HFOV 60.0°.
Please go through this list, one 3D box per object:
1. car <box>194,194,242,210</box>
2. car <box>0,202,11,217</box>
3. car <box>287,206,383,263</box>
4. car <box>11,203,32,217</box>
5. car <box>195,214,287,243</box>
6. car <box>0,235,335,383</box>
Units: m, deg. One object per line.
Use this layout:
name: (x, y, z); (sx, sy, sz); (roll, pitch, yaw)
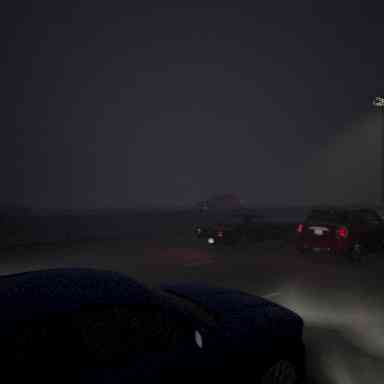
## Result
car: (2.900, 1.197, 35.976); (5.566, 2.045, 2.150); (0, 0, -35)
car: (-12.201, 1.468, 16.784); (5.008, 1.535, 1.882); (0, 0, -35)
car: (5.916, 1.348, 12.233); (4.553, 1.767, 2.097); (0, 0, -35)
car: (-15.451, 1.549, 27.355); (4.181, 1.385, 1.994); (0, 0, -35)
car: (2.540, 1.596, 14.131); (4.718, 1.301, 1.895); (0, 0, -35)
car: (-1.016, 1.476, 2.989); (5.008, 1.535, 1.882); (0, 0, -36)
